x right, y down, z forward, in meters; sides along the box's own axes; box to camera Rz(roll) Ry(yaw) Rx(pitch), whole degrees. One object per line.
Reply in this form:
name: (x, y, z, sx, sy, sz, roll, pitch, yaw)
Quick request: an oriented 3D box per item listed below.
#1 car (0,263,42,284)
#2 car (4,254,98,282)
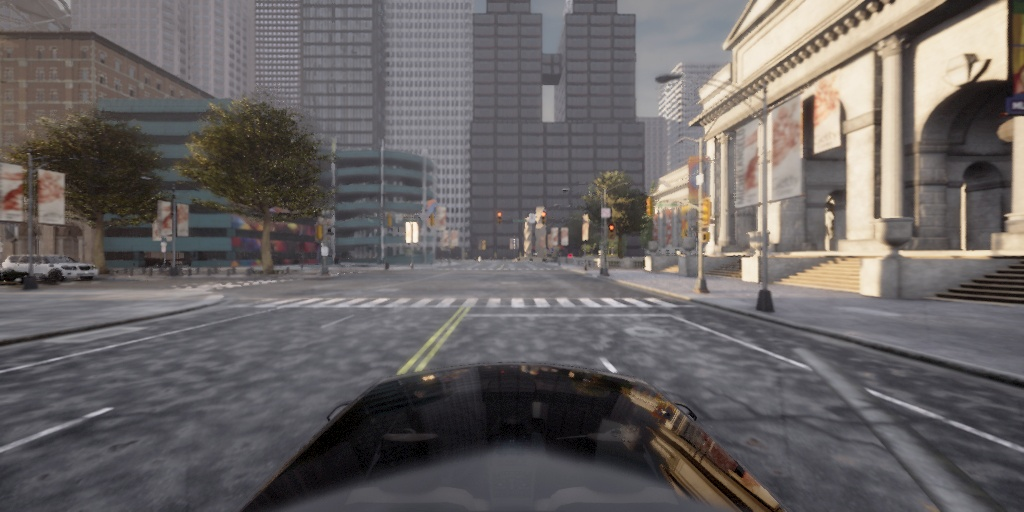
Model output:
car: (-35.161, 1.285, 23.919, 4.718, 1.301, 1.895, 0, 0, 0)
car: (-35.307, 0.895, 27.418, 5.566, 2.045, 2.150, 0, 0, 0)
